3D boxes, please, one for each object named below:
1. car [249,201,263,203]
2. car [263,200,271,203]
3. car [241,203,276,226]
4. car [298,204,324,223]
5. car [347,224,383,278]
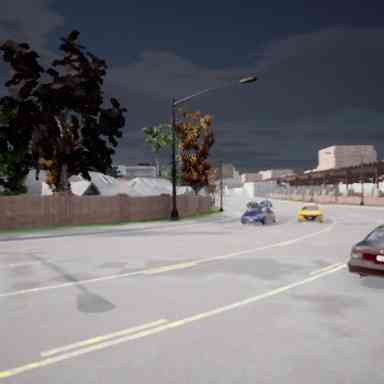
[{"bbox_3d":[12.140,2.526,66.236,2.033,1.411,5.357,-1,-1,2],"label":"car"},{"bbox_3d":[15.794,2.465,70.536,1.882,1.535,5.008,-1,-1,2],"label":"car"},{"bbox_3d":[5.460,1.849,26.720,1.812,1.442,4.674,-1,-1,28],"label":"car"},{"bbox_3d":[10.362,1.808,28.786,1.882,1.535,5.008,-1,-1,23],"label":"car"},{"bbox_3d":[6.211,1.627,9.623,2.033,1.411,5.357,-1,-1,43],"label":"car"}]
